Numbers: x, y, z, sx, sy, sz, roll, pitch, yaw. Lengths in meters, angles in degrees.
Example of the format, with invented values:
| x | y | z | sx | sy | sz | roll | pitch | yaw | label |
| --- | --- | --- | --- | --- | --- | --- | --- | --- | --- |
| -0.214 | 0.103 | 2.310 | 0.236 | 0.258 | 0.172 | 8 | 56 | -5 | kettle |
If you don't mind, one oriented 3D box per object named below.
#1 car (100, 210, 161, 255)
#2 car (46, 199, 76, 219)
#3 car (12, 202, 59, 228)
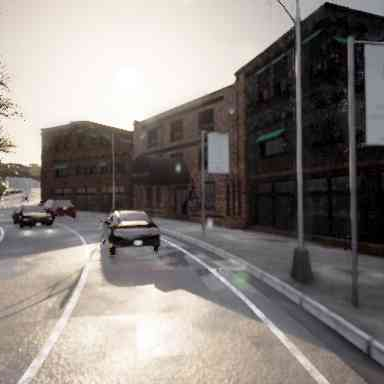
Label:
| x | y | z | sx | sy | sz | roll | pitch | yaw | label |
| --- | --- | --- | --- | --- | --- | --- | --- | --- | --- |
| -2.591 | 1.497 | 13.532 | 2.128 | 1.511 | 4.902 | 0 | 0 | -19 | car |
| -11.861 | 1.368 | 28.933 | 2.097 | 1.767 | 4.553 | 0 | 0 | -41 | car |
| -10.849 | 1.580 | 22.417 | 2.033 | 1.411 | 5.357 | 0 | 0 | -35 | car |
